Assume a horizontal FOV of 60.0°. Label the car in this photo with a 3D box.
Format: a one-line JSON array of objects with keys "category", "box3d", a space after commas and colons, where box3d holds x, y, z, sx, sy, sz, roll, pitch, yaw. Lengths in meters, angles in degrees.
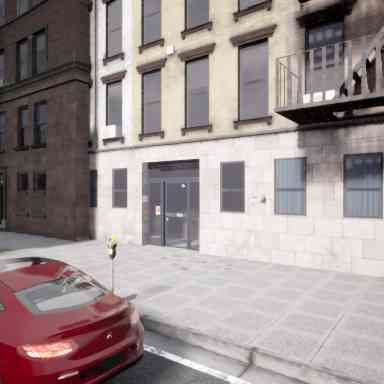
[{"category": "car", "box3d": [-2.504, 1.582, 4.596, 4.206, 1.307, 1.802, 0, 0, 36]}]
